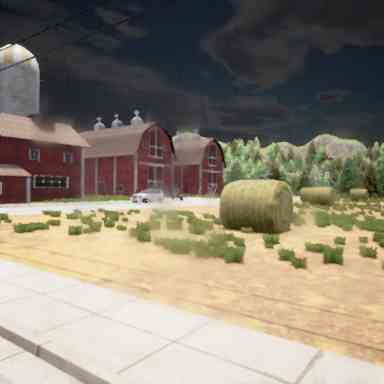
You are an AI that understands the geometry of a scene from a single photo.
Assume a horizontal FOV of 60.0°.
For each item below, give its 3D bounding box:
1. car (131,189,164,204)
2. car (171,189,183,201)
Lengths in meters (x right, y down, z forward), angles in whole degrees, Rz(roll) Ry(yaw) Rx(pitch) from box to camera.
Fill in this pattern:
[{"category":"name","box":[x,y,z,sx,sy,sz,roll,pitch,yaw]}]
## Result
[{"category":"car","box":[-6.308,0.634,47.885,2.150,2.045,5.566,1,0,35]},{"category":"car","box":[-2.659,0.482,60.280,1.905,1.878,3.866,6,2,-8]}]
